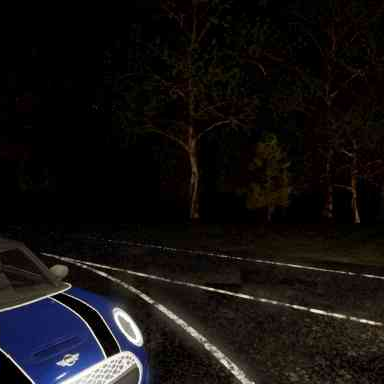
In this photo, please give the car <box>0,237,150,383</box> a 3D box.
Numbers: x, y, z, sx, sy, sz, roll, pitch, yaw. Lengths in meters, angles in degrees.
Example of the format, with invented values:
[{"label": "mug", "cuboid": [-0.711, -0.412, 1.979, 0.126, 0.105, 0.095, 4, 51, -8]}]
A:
[{"label": "car", "cuboid": [-2.634, 1.338, 3.757, 4.553, 1.767, 2.097, 1, 0, 35]}]
